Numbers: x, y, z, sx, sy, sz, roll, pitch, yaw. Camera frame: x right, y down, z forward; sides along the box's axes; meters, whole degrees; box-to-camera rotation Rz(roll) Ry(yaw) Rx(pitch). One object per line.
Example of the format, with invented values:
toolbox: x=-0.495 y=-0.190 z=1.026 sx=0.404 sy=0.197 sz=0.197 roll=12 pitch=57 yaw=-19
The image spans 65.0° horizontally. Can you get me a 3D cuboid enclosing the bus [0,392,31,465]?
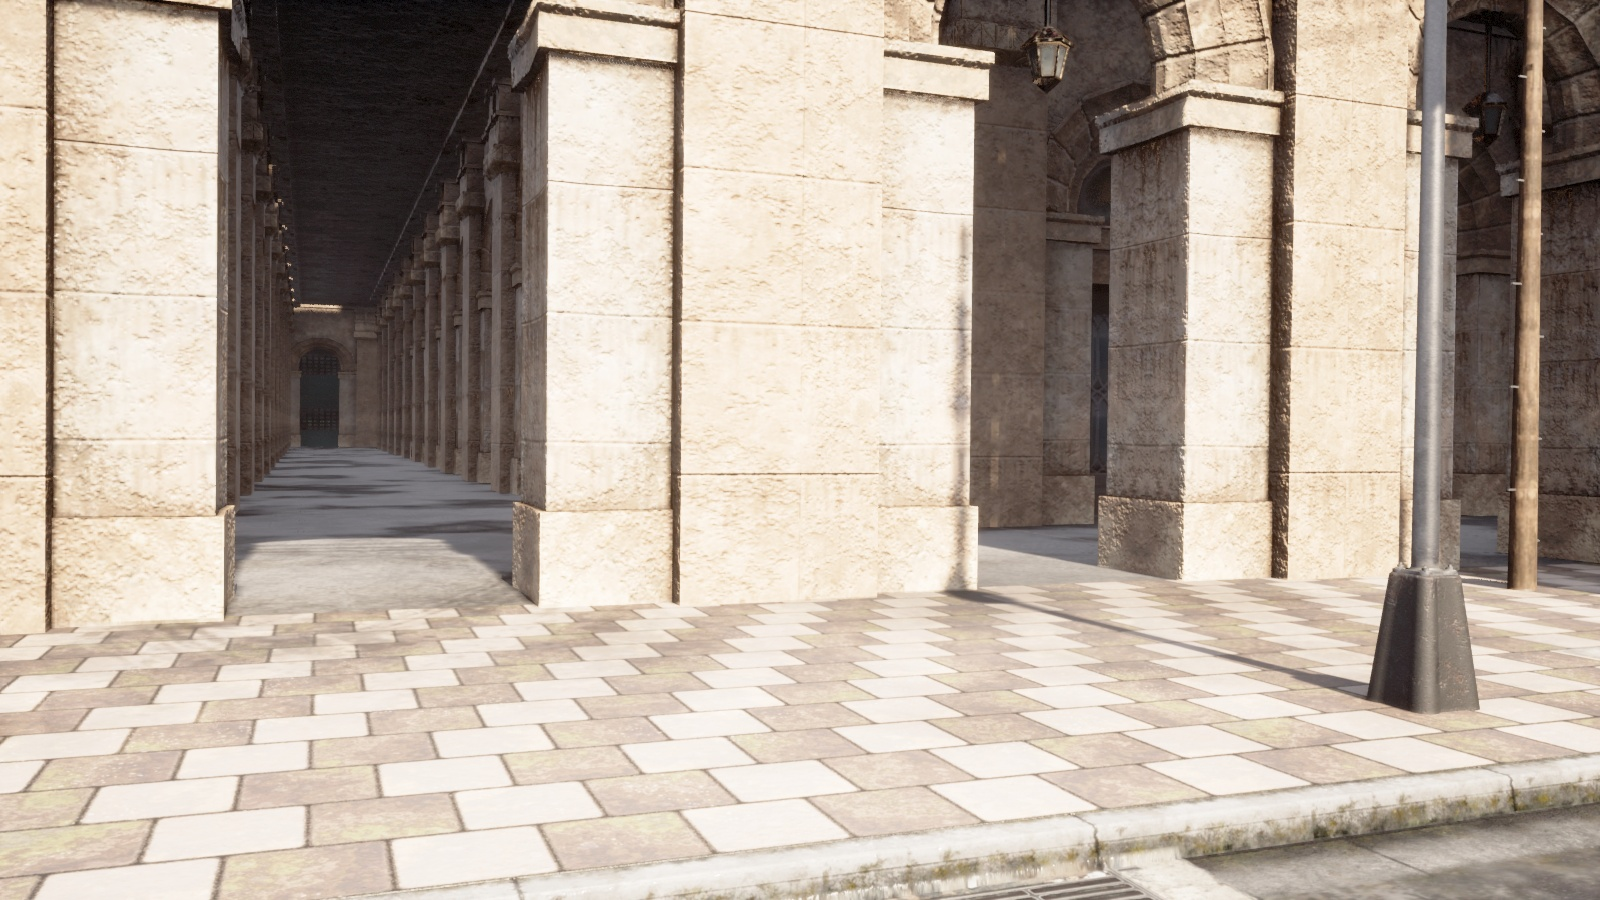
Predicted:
bus: x=-48.587 y=-1.219 z=71.607 sx=3.944 sy=4.253 sz=10.273 roll=-1 pitch=1 yaw=-6
